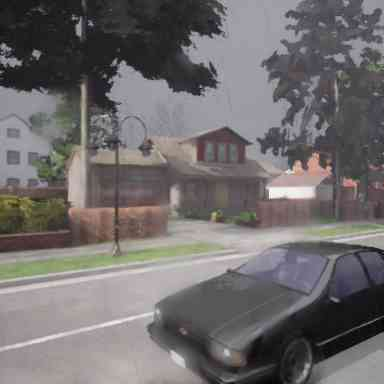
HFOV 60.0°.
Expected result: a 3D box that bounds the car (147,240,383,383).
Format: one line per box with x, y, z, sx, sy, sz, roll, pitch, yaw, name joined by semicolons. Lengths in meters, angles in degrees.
2.016;1.553;5.391;5.357;1.411;2.033;0;0;-35;car
